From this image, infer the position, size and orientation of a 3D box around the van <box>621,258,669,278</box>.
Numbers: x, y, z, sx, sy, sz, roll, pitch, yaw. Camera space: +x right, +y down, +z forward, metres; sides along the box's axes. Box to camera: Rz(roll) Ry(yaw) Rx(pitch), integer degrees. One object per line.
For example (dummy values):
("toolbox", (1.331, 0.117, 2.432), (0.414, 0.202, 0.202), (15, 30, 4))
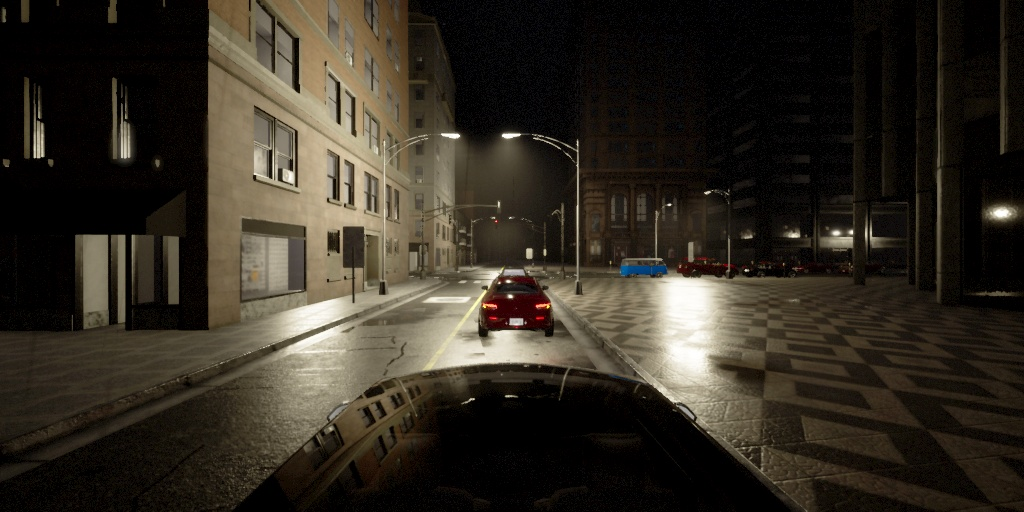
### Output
("van", (11.742, 1.105, 31.962), (3.998, 1.789, 1.690), (0, 0, -1))

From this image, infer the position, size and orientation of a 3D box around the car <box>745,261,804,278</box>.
("car", (23.022, 1.325, 32.129), (4.313, 1.339, 1.948), (0, 0, -1))

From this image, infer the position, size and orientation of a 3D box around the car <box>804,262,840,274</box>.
("car", (34.199, 1.330, 40.821), (4.207, 1.307, 1.802), (0, 0, -1))

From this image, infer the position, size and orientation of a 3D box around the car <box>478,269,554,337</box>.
("car", (0.095, 1.271, 10.148), (1.812, 1.442, 4.674), (0, 0, 0))

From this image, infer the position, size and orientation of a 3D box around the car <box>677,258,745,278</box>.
("car", (17.383, 1.077, 32.046), (5.009, 1.841, 2.192), (0, 0, -1))

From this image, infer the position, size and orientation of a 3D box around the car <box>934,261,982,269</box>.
("car", (39.940, 1.190, 32.379), (4.097, 1.591, 1.967), (0, 0, -1))

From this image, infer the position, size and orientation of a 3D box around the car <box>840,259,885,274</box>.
("car", (39.838, 1.185, 40.904), (4.097, 1.591, 1.967), (0, 0, -1))

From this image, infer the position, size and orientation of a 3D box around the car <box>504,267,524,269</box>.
("car", (0.110, 1.302, 20.020), (1.994, 1.385, 4.181), (0, 0, 0))
